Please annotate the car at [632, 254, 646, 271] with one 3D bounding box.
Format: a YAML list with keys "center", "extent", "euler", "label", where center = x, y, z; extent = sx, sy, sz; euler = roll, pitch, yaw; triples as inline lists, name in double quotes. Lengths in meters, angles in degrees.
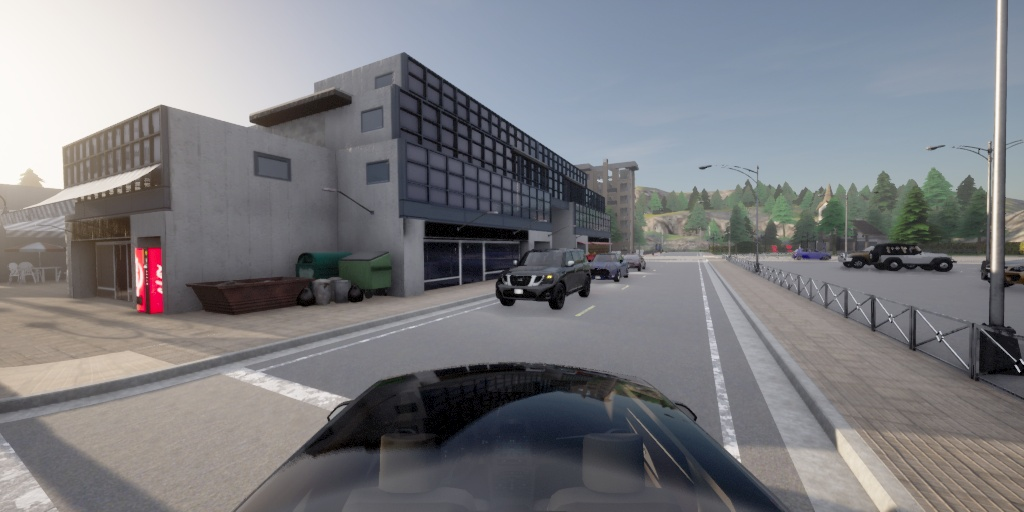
- center: [10.653, 0.521, 31.729]
  extent: [1.812, 1.442, 4.674]
  euler: [0, 1, 27]
  label: "car"

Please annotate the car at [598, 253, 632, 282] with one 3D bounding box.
- center: [5.969, 0.601, 22.632]
  extent: [2.097, 1.767, 4.553]
  euler: [0, 1, 27]
  label: "car"

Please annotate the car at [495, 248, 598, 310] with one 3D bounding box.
- center: [1.470, 0.715, 13.885]
  extent: [2.150, 2.045, 5.566]
  euler: [0, 1, 27]
  label: "car"
